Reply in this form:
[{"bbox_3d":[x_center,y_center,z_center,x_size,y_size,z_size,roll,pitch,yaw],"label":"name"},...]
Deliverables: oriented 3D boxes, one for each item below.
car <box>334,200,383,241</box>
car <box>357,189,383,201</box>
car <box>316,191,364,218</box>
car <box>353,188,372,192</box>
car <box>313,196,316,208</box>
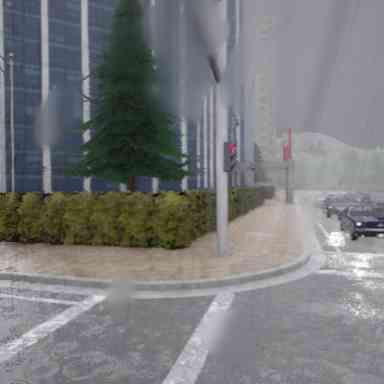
[{"bbox_3d":[7.511,1.230,14.232,1.895,1.301,4.718,0,1,17],"label":"car"},{"bbox_3d":[14.840,0.818,26.609,1.882,1.535,5.008,0,1,17],"label":"car"},{"bbox_3d":[10.158,0.931,23.170,2.128,1.511,4.902,0,1,16],"label":"car"},{"bbox_3d":[17.776,0.626,36.330,2.128,1.511,4.902,0,1,16],"label":"car"},{"bbox_3d":[12.827,0.778,32.028,1.812,1.442,4.674,0,1,18],"label":"car"}]
